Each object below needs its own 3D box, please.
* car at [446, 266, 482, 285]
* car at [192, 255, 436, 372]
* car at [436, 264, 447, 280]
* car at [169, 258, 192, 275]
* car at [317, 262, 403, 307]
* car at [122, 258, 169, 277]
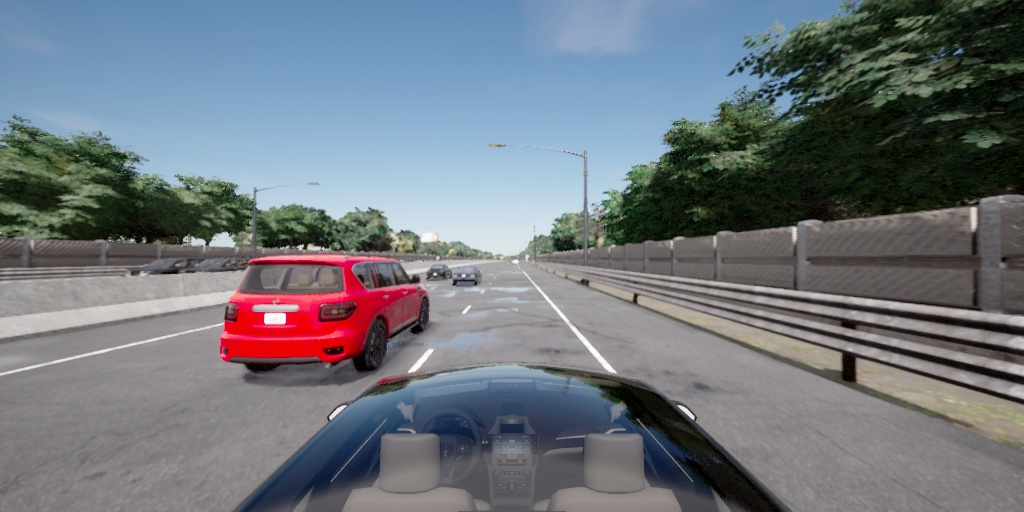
[{"bbox_3d":[-3.409,1.469,27.863,2.033,1.411,5.357,0,0,0],"label":"car"},{"bbox_3d":[-3.415,1.014,7.861,2.150,2.045,5.566,0,0,0],"label":"car"},{"bbox_3d":[-6.910,1.488,34.490,1.812,1.442,4.674,0,0,0],"label":"car"},{"bbox_3d":[-21.107,1.131,26.111,2.150,2.045,5.566,0,0,0],"label":"car"},{"bbox_3d":[-6.907,1.204,16.918,2.097,1.767,4.553,0,0,0],"label":"car"},{"bbox_3d":[-24.606,1.131,26.056,2.150,2.045,5.566,0,0,0],"label":"car"}]
